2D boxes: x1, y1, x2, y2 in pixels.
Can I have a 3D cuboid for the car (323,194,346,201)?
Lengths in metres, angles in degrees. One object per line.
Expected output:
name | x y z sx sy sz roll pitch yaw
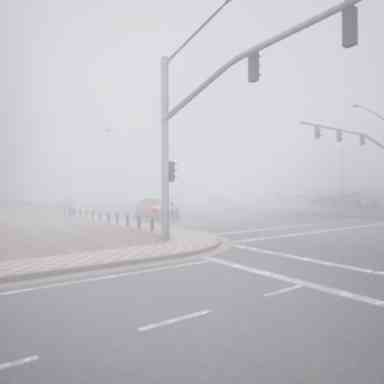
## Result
car | 29.099 1.132 68.034 1.784 1.438 3.905 0 0 -35

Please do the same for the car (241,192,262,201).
car | 13.449 0.952 75.464 1.932 1.855 4.605 0 0 -35

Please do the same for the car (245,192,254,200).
car | 11.292 1.172 73.869 1.784 1.438 3.905 0 0 -35

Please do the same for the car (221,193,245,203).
car | 8.932 1.215 72.191 1.970 1.475 3.806 0 0 -35

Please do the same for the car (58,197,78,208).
car | -17.896 1.434 47.771 1.837 1.490 4.892 0 0 -36

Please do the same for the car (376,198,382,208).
car | 20.902 1.007 40.738 1.905 1.878 3.866 0 0 -35

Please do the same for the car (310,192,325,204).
car | 26.701 0.932 66.407 1.932 1.855 4.605 0 0 -35

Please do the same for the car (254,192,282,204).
car | 12.984 1.236 56.541 1.970 1.475 3.806 0 0 -35

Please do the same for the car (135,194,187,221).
car | -2.771 1.269 26.662 2.097 1.767 4.553 0 0 -36

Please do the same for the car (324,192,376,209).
car | 18.512 1.015 39.105 1.932 1.855 4.605 0 0 -35
